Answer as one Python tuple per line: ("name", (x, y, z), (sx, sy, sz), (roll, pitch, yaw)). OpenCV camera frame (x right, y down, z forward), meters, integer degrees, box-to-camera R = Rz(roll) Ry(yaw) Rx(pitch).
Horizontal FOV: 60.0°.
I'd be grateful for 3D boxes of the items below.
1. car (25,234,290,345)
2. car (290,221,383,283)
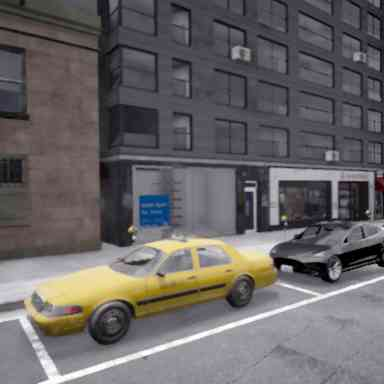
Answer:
("car", (-0.457, 1.519, 6.336), (4.829, 1.417, 1.752), (0, -1, -36))
("car", (4.163, 1.547, 9.632), (4.313, 1.339, 1.947), (0, -1, -36))
